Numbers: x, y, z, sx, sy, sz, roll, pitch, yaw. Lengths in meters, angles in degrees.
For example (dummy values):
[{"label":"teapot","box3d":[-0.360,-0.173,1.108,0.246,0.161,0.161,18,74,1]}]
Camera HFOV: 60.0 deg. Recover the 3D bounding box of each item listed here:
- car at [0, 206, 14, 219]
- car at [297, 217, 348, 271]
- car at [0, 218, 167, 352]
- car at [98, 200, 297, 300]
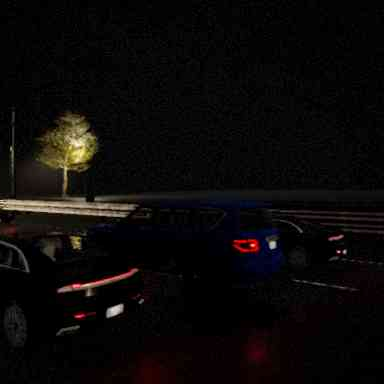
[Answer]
[{"label":"car","box3d":[-14.219,1.543,22.724,4.718,1.301,1.895,0,0,36]},{"label":"car","box3d":[2.390,1.486,10.882,4.902,1.511,2.128,0,0,35]},{"label":"car","box3d":[-3.075,1.483,6.182,4.902,1.511,2.128,0,0,36]},{"label":"car","box3d":[-0.462,1.214,8.619,5.566,2.045,2.150,0,0,35]}]
